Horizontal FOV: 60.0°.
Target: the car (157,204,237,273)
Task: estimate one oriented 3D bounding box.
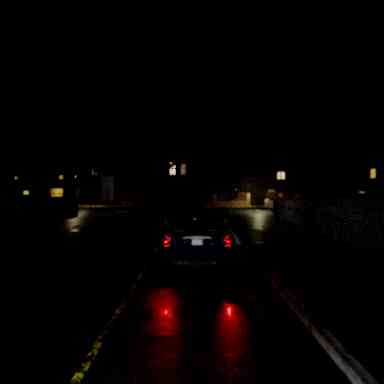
[{"bbox_3d":[0.139,1.273,10.553,2.097,1.767,4.553,0,0,0],"label":"car"}]

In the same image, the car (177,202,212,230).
[{"bbox_3d":[0.186,1.415,20.600,1.994,1.385,4.181,0,0,1],"label":"car"}]
